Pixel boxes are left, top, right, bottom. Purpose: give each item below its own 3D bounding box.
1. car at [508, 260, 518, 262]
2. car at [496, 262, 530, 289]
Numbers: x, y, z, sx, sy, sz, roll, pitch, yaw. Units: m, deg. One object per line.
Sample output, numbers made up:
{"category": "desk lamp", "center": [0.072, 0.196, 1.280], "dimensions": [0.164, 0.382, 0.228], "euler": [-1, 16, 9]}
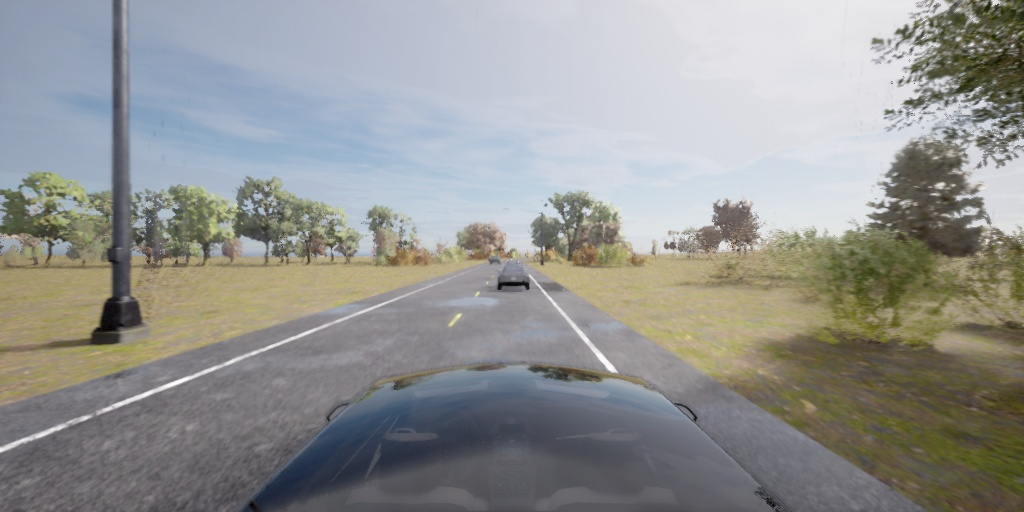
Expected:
{"category": "car", "center": [0.085, 1.191, 42.482], "dimensions": [1.994, 1.385, 4.181], "euler": [0, 0, 0]}
{"category": "car", "center": [0.094, 1.251, 22.420], "dimensions": [1.994, 1.385, 4.181], "euler": [0, 0, 0]}
